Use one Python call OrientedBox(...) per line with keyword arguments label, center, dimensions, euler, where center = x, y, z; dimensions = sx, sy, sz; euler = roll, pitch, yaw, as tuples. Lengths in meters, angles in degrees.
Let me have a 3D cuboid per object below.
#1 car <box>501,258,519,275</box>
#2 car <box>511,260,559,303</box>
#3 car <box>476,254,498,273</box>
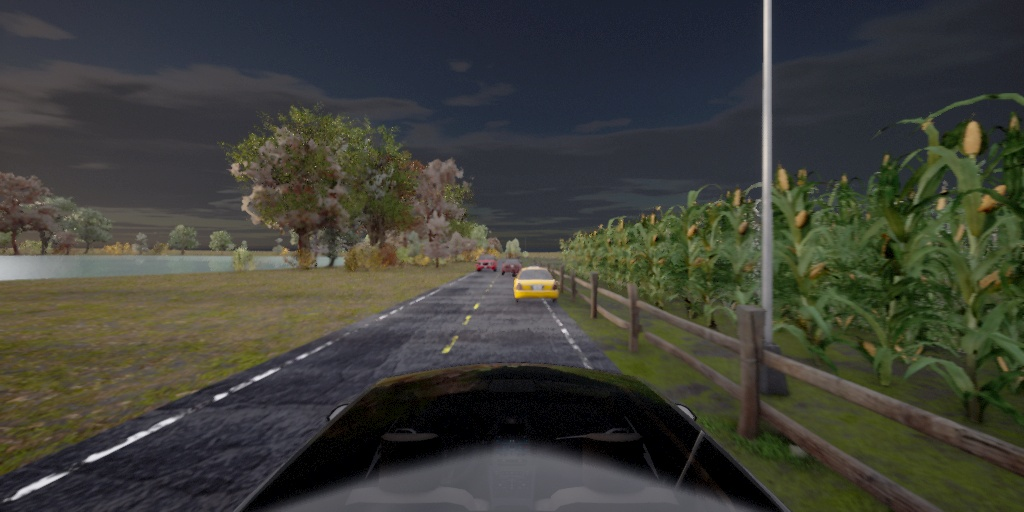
OrientedBox(label="car", center=(0.024, 0.969, 36.108), dimensions=(2.097, 1.767, 4.553), euler=(0, 0, 0))
OrientedBox(label="car", center=(0.965, 1.149, 16.157), dimensions=(1.801, 1.575, 5.366), euler=(0, 0, 0))
OrientedBox(label="car", center=(-2.825, 0.822, 41.312), dimensions=(2.150, 2.045, 5.566), euler=(0, 0, 0))
